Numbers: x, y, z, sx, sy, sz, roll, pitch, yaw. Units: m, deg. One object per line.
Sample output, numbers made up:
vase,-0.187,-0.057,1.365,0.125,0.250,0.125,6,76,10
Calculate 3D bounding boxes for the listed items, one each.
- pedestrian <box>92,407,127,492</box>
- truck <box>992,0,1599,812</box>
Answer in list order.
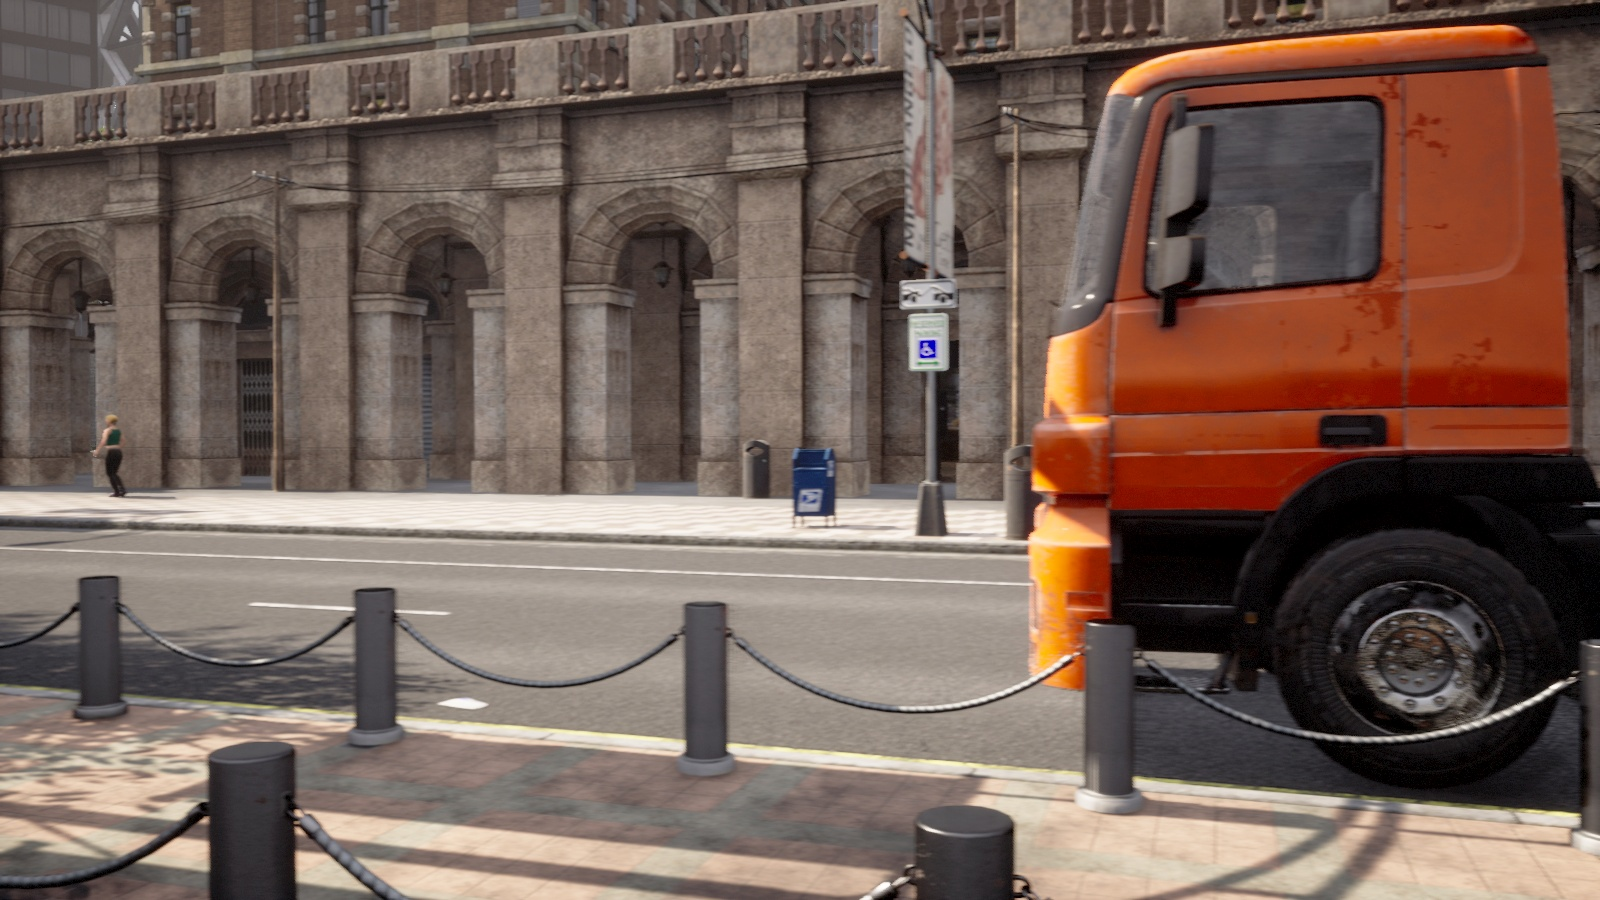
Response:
pedestrian,-14.983,-0.009,27.244,0.594,1.836,0.345,1,1,18
truck,5.059,-0.237,6.307,7.936,3.462,2.891,0,1,12
